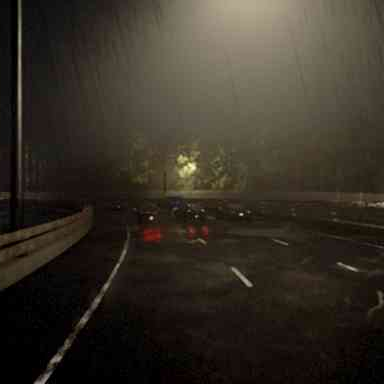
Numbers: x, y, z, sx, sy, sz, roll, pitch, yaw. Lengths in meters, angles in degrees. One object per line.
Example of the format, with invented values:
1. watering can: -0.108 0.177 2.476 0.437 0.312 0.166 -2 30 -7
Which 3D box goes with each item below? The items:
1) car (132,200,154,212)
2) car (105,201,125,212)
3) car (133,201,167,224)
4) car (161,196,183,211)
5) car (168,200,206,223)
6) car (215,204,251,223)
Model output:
1. car: -6.740 1.877 45.490 1.994 1.385 4.181 0 0 -24
2. car: -10.363 1.891 44.991 1.994 1.385 4.181 0 0 -25
3. car: -3.553 1.683 26.475 1.837 1.490 4.892 0 -1 -15
4. car: -2.872 1.518 45.519 2.150 2.045 5.566 0 0 -24
5. car: -0.248 1.664 27.664 2.128 1.511 4.902 0 0 -15
6. car: 3.331 1.719 27.734 1.994 1.385 4.181 0 0 -14
